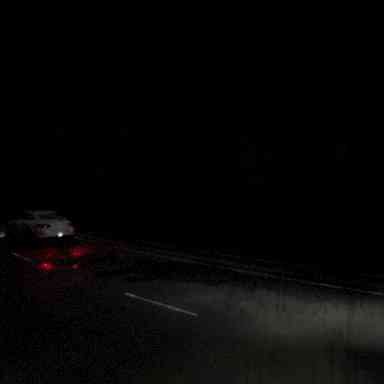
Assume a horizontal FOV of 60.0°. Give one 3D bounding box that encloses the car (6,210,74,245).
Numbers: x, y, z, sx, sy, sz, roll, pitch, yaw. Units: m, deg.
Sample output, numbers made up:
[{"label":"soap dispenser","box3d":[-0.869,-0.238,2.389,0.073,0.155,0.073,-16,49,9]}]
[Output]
[{"label":"car","box3d":[-7.234,1.563,15.759,4.674,1.442,1.812,0,0,45]}]
